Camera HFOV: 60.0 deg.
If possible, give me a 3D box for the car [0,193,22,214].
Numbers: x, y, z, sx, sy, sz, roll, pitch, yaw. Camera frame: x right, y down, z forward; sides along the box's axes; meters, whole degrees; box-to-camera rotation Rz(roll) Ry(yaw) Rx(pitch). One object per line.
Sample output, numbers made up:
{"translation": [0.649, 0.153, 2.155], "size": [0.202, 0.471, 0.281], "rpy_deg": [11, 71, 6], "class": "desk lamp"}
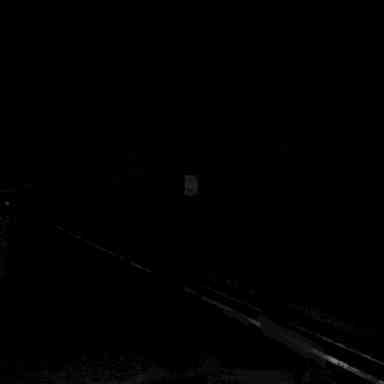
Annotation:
{"translation": [-15.526, 0.888, 27.713], "size": [2.097, 1.767, 4.553], "rpy_deg": [0, 1, -33], "class": "car"}
